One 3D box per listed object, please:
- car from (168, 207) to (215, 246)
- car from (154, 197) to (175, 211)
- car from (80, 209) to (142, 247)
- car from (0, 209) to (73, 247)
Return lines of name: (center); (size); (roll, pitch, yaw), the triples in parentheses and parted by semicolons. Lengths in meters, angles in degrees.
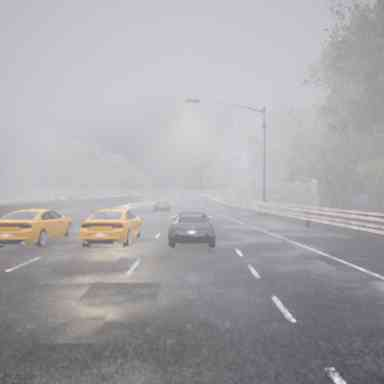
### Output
car: (-0.003, 1.573, 15.236); (1.994, 1.385, 4.181); (0, 0, 0)
car: (-3.507, 1.588, 40.322); (1.994, 1.385, 4.181); (0, 0, 0)
car: (-3.503, 1.487, 15.139); (1.882, 1.535, 5.008); (0, 0, 0)
car: (-7.001, 1.487, 15.019); (1.882, 1.535, 5.008); (0, 0, 0)
